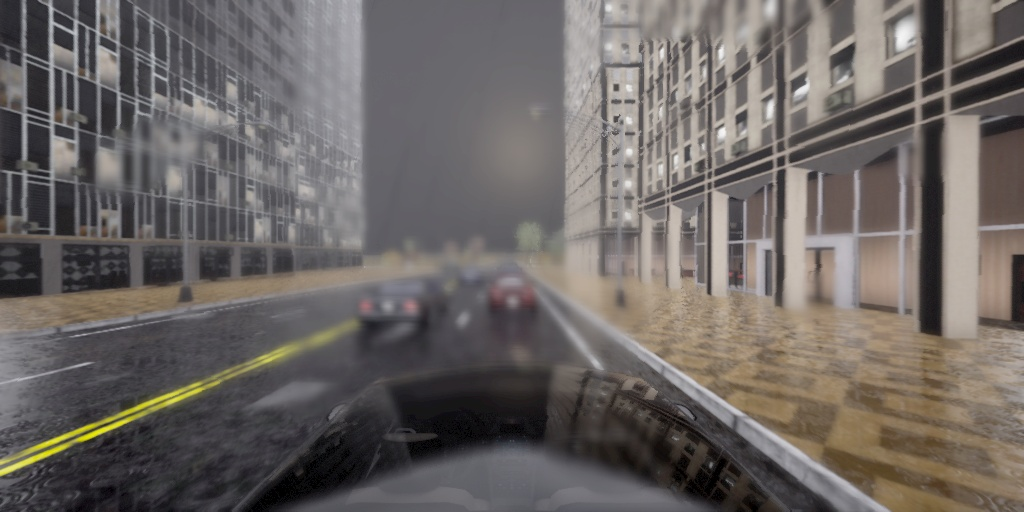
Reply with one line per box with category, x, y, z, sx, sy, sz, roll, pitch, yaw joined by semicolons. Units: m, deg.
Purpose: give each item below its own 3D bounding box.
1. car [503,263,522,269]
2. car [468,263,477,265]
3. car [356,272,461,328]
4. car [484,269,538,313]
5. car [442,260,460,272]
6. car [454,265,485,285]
car;0.056;1.424;28.946;2.097;1.767;4.553;0;-1;1
car;-6.543;1.896;58.429;2.128;1.511;4.902;0;-1;0
car;-3.223;1.420;11.893;2.033;1.411;5.357;0;-1;1
car;0.056;1.431;14.739;1.812;1.442;4.674;0;0;1
car;-9.787;1.625;58.347;2.150;2.045;5.566;0;-1;1
car;-3.191;1.643;29.444;1.994;1.385;4.181;0;-1;1
